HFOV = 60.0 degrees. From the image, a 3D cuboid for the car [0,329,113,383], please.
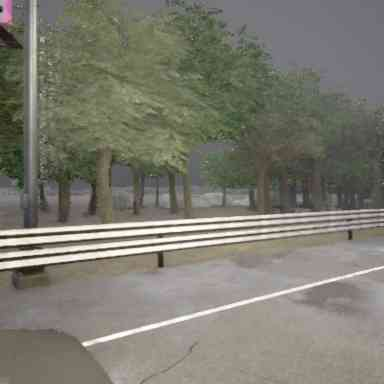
[{"bbox_3d":[-3.025,1.544,1.581,5.357,1.411,2.033,0,0,-35],"label":"car"}]
